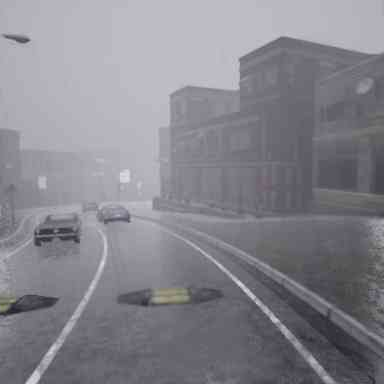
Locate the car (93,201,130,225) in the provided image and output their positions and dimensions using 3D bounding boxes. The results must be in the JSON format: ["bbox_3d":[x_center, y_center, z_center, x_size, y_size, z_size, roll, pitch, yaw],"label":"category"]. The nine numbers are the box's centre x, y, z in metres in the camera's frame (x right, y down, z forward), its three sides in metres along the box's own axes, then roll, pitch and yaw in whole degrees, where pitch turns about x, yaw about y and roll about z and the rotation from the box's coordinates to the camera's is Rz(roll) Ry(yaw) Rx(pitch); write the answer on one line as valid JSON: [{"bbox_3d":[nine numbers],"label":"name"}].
[{"bbox_3d":[-6.053,1.633,25.387,1.994,1.385,4.181,-2,1,-23],"label":"car"}]

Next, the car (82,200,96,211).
[{"bbox_3d":[-12.690,1.733,41.662,2.128,1.511,4.902,-2,0,-18],"label":"car"}]

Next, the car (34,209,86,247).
[{"bbox_3d":[-6.282,1.718,16.034,1.895,1.301,4.718,-2,0,-16],"label":"car"}]
